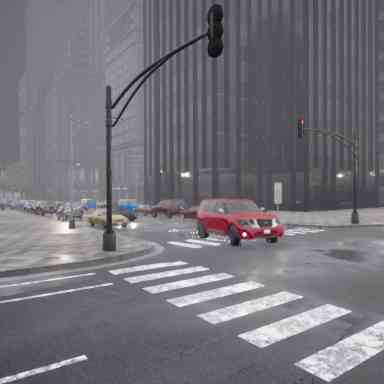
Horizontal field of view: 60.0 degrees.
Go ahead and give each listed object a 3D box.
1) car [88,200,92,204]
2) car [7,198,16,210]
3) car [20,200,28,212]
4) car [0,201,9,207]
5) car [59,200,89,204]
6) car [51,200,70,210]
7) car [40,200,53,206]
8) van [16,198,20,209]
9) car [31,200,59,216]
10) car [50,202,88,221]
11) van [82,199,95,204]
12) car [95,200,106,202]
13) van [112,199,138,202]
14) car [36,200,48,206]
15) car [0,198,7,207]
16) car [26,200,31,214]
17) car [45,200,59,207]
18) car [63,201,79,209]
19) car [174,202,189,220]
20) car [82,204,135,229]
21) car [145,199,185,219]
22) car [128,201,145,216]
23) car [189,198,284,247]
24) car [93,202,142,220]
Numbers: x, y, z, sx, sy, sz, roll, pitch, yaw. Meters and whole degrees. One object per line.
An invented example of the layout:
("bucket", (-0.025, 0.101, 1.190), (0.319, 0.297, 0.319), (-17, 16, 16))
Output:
("car", (-17.005, 2.256, 49.606), (1.895, 1.301, 4.718), (0, -1, -35))
("car", (-31.880, 2.353, 60.550), (1.967, 1.590, 4.097), (-1, 0, -35))
("car", (-23.298, 2.156, 48.448), (1.967, 1.590, 4.097), (-1, 0, -35))
("car", (-44.320, 2.770, 78.096), (1.802, 1.307, 4.206), (-1, 0, -35))
("car", (-14.590, 2.079, 40.824), (1.812, 1.442, 4.674), (0, -1, -35))
("car", (-22.986, 2.270, 57.990), (1.882, 1.535, 5.008), (0, -1, -35))
("car", (-34.660, 2.660, 79.213), (1.947, 1.339, 4.313), (-1, 0, -35))
("van", (-26.126, 2.122, 52.434), (1.690, 1.788, 3.998), (-1, 0, -35))
("car", (-17.649, 1.900, 40.478), (2.192, 1.841, 5.009), (-1, 0, -35))
("car", (-11.991, 2.004, 32.506), (2.008, 1.369, 4.403), (-1, 0, -35))
("van", (-17.008, 2.037, 54.378), (1.690, 1.788, 3.998), (-1, 0, -35))
("car", (-11.133, 1.875, 46.072), (2.192, 1.841, 5.009), (-1, 0, -35))
("van", (-8.195, 1.832, 41.919), (1.690, 1.788, 3.998), (-1, 0, -35))
("car", (-37.670, 2.709, 83.456), (2.008, 1.369, 4.403), (-1, 0, -35))
("car", (-41.210, 2.666, 73.710), (1.887, 1.381, 4.507), (-1, 0, -35))
("car", (-20.470, 2.195, 44.463), (1.887, 1.381, 4.507), (-1, 0, -35))
("car", (-31.650, 2.594, 74.968), (1.947, 1.339, 4.313), (-1, 0, -35))
("car", (-22.623, 2.406, 62.238), (1.802, 1.307, 4.206), (-1, 0, -35))
("car", (0.624, 1.828, 29.460), (1.887, 1.381, 4.507), (-1, 0, -35))
("car", (-6.240, 1.843, 24.397), (1.752, 1.417, 4.829), (-1, 0, -35))
("car", (-2.319, 1.668, 33.613), (2.192, 1.841, 5.009), (-1, 0, -35))
("car", (-5.251, 2.004, 37.766), (1.802, 1.307, 4.206), (-1, 0, -35))
("car", (2.017, 1.324, 15.919), (2.150, 2.045, 5.566), (-1, -2, -21))
("car", (-6.808, 1.919, 29.821), (2.033, 1.411, 5.357), (0, -1, -35))
